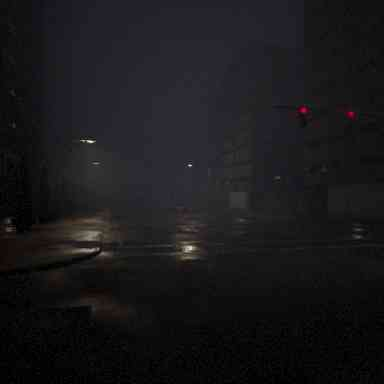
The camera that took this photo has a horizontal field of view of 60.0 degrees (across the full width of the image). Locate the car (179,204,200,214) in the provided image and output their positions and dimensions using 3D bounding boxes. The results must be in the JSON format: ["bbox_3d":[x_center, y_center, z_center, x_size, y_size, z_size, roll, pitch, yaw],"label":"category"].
[{"bbox_3d":[-0.190,2.787,53.299,1.895,1.301,4.718,0,-1,-14],"label":"car"}]

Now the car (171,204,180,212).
[{"bbox_3d":[-2.700,2.952,62.917,2.033,1.411,5.357,0,-1,-14],"label":"car"}]
